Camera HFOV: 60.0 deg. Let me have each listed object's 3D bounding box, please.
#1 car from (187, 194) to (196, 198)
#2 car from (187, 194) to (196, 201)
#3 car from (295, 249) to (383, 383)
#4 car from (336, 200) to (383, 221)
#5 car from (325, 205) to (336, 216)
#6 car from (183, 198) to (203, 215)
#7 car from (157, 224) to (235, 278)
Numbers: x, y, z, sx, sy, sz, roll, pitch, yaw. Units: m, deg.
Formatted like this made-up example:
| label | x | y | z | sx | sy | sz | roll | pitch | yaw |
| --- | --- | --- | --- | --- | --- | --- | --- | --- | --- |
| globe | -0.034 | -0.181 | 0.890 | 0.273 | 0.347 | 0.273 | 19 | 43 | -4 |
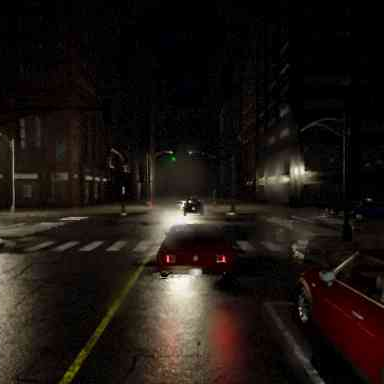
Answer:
| label | x | y | z | sx | sy | sz | roll | pitch | yaw |
| --- | --- | --- | --- | --- | --- | --- | --- | --- | --- |
| car | -0.112 | 1.429 | 72.549 | 2.097 | 1.767 | 4.553 | 0 | 0 | 0 |
| car | -0.156 | 1.310 | 82.558 | 2.097 | 1.767 | 4.553 | 0 | 0 | 0 |
| car | 2.757 | 1.442 | 4.267 | 1.967 | 1.590 | 4.097 | 0 | 0 | 0 |
| car | 14.167 | 1.491 | 25.875 | 4.674 | 1.442 | 1.812 | 0 | 0 | 2 |
| car | 14.204 | 1.456 | 29.115 | 4.892 | 1.490 | 1.837 | 0 | 0 | 1 |
| car | 0.142 | 1.584 | 34.181 | 1.994 | 1.385 | 4.181 | 0 | 0 | 0 |
| car | 0.090 | 1.605 | 10.087 | 1.895 | 1.301 | 4.718 | 0 | 0 | 0 |
